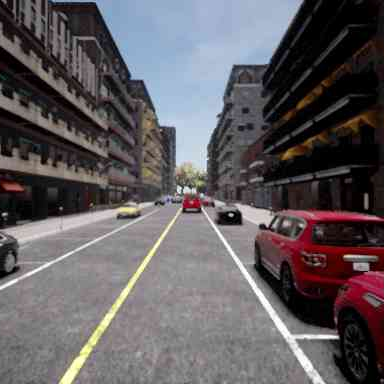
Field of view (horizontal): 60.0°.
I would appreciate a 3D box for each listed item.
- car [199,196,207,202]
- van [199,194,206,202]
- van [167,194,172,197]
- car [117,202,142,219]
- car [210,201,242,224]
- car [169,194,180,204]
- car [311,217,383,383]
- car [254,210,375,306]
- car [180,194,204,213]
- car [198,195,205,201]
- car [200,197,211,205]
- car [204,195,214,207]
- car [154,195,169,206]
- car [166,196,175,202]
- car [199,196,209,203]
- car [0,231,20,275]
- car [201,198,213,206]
[{"bbox_3d":[2.686,1.780,82.000,1.802,1.307,4.206,1,0,0],"label":"car"},{"bbox_3d":[2.689,1.554,87.697,1.690,1.788,3.998,1,0,0],"label":"van"},{"bbox_3d":[-5.688,1.511,70.543,1.690,1.788,3.998,1,0,0],"label":"van"},{"bbox_3d":[-5.683,1.598,30.499,1.752,1.417,4.829,1,0,0],"label":"car"},{"bbox_3d":[2.698,1.626,25.036,1.947,1.339,4.313,1,0,0],"label":"car"},{"bbox_3d":[-3.018,1.722,67.403,1.994,1.385,4.181,0,0,0],"label":"car"},{"bbox_3d":[2.838,1.321,2.252,2.192,1.841,5.009,1,0,0],"label":"car"},{"bbox_3d":[2.828,1.334,7.952,2.192,1.841,5.009,1,0,0],"label":"car"},{"bbox_3d":[-0.003,1.318,39.270,2.150,2.045,5.566,0,0,0],"label":"car"},{"bbox_3d":[2.686,1.667,93.393,1.967,1.590,4.097,1,0,0],"label":"car"},{"bbox_3d":[2.689,1.722,64.911,1.947,1.339,4.313,1,0,0],"label":"car"},{"bbox_3d":[2.693,1.673,53.518,1.887,1.381,4.507,1,0,0],"label":"car"},{"bbox_3d":[-5.690,1.708,59.150,1.947,1.339,4.313,1,0,0],"label":"car"},{"bbox_3d":[-5.696,1.763,87.632,2.008,1.369,4.403,1,0,0],"label":"car"},{"bbox_3d":[2.687,1.735,76.304,2.008,1.369,4.403,1,0,0],"label":"car"},{"bbox_3d":[-5.801,1.570,7.885,2.008,1.369,4.403,1,0,0],"label":"car"},{"bbox_3d":[2.691,1.708,59.214,1.947,1.339,4.313,1,0,0],"label":"car"}]
